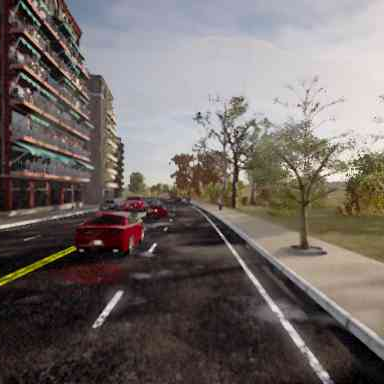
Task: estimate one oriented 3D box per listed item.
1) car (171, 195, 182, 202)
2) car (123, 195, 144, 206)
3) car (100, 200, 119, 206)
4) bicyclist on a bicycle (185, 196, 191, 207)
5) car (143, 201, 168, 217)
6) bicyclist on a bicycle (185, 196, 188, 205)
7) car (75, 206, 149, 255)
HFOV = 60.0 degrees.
[{"bbox_3d":[-3.641,1.867,85.394,2.033,1.411,5.357,0,0,-6],"label":"car"},{"bbox_3d":[-7.150,1.437,41.386,2.150,2.045,5.566,0,0,-2],"label":"car"},{"bbox_3d":[-10.431,1.749,42.082,1.812,1.442,4.674,0,0,-2],"label":"car"},{"bbox_3d":[-0.481,1.748,57.812,0.582,1.620,1.656,0,-1,-4],"label":"bicyclist on a bicycle"},{"bbox_3d":[-3.444,1.740,33.328,1.994,1.385,4.181,0,0,-2],"label":"car"},{"bbox_3d":[-1.092,1.707,66.668,0.659,1.776,1.843,0,-1,-4],"label":"bicyclist on a bicycle"},{"bbox_3d":[-3.158,1.550,13.590,1.882,1.535,5.008,0,0,0],"label":"car"}]
